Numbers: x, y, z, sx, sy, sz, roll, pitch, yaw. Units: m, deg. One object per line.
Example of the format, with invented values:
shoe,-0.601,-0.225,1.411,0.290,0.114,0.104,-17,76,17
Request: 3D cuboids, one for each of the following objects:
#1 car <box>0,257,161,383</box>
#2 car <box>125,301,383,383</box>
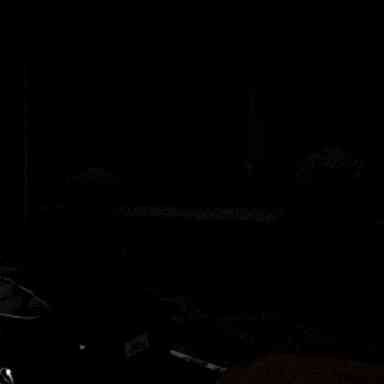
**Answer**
car,-2.248,1.592,4.566,4.313,1.339,1.947,0,0,35
car,2.057,1.520,1.498,4.829,1.417,1.752,0,0,35
